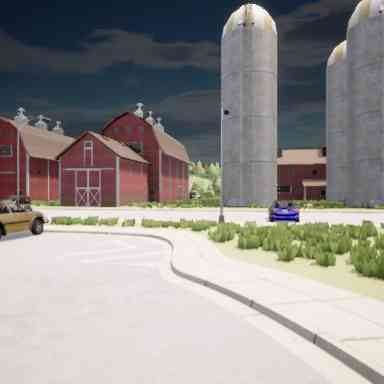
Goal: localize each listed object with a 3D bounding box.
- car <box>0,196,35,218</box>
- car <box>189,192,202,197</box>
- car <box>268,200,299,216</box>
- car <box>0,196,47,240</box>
[{"bbox_3d":[-16.599,1.293,30.778,1.905,1.878,3.866,0,0,11],"label":"car"},{"bbox_3d":[1.031,1.104,91.403,3.866,1.878,1.905,2,-7,-32],"label":"car"},{"bbox_3d":[7.175,1.461,26.223,2.242,1.667,4.611,0,0,11],"label":"car"},{"bbox_3d":[-9.085,1.289,15.843,1.932,1.855,4.605,0,0,11],"label":"car"}]
